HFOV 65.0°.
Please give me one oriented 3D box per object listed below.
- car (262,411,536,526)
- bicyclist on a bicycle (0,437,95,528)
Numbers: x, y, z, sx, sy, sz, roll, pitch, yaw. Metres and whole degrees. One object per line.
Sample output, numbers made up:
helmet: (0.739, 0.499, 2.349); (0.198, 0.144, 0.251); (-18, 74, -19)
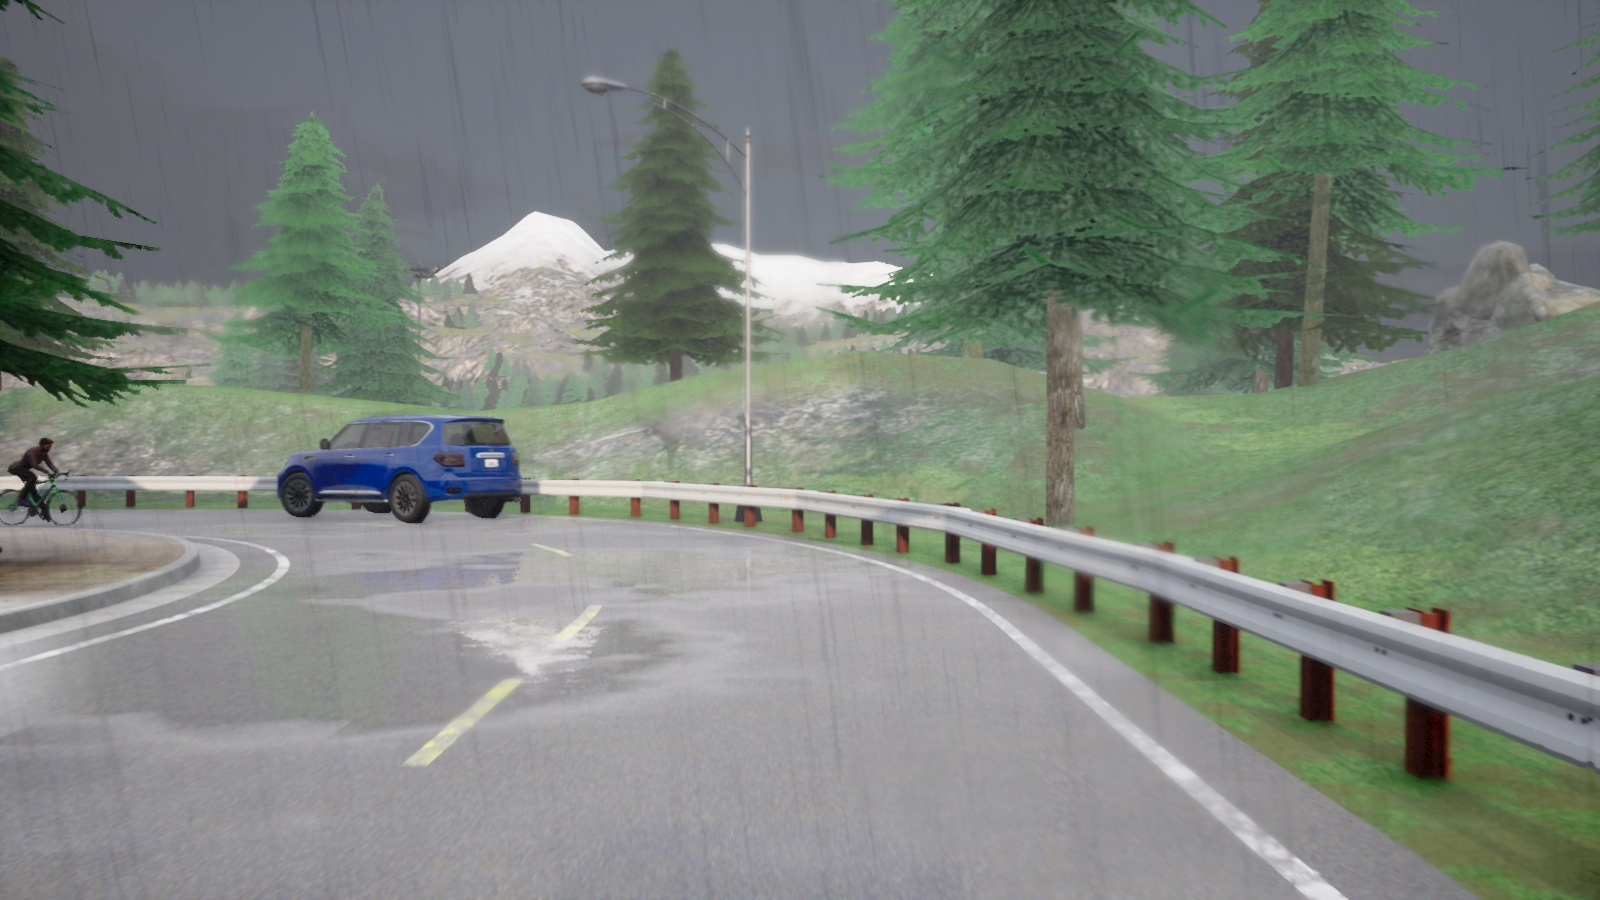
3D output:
car: (-8.034, 0.324, 24.927); (5.566, 2.045, 2.150); (0, 0, 33)
bicyclist on a bicycle: (-13.767, 0.574, 22.778); (1.656, 1.620, 0.582); (0, 1, 4)
